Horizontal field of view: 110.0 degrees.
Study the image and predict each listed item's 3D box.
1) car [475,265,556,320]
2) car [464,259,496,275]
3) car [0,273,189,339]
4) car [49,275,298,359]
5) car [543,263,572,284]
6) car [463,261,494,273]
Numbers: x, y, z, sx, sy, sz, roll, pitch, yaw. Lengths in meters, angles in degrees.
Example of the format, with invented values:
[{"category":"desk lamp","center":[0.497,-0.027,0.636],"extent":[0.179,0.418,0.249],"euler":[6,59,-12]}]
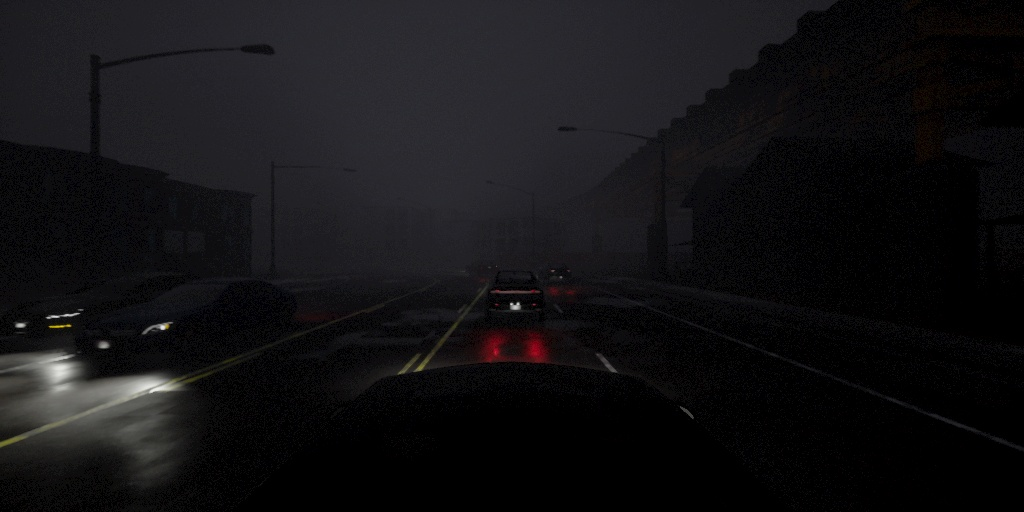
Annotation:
[{"category":"car","center":[0.099,1.240,12.574],"extent":[2.128,1.511,4.902],"euler":[0,0,0]},{"category":"car","center":[-2.946,1.096,35.904],"extent":[2.097,1.767,4.553],"euler":[0,0,-22]},{"category":"car","center":[-10.587,1.255,10.156],"extent":[1.837,1.490,4.892],"euler":[0,0,0]},{"category":"car","center":[-7.096,1.275,8.568],"extent":[1.812,1.442,4.674],"euler":[0,0,0]},{"category":"car","center":[3.103,1.237,26.633],"extent":[2.128,1.511,4.902],"euler":[0,0,-5]},{"category":"car","center":[-4.270,1.307,44.743],"extent":[1.994,1.385,4.181],"euler":[0,0,-37]}]
